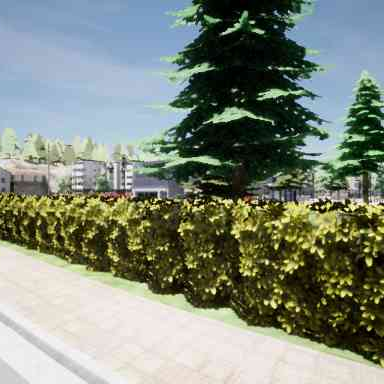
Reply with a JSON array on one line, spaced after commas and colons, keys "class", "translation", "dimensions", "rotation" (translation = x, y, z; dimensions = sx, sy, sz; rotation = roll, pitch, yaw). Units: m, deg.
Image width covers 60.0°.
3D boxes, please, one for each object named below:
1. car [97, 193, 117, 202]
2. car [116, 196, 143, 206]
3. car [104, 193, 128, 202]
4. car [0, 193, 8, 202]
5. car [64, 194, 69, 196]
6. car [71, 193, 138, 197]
[{"class": "car", "translation": [-18.211, 1.077, 71.371], "dimensions": [1.905, 1.878, 3.866], "rotation": [0, 0, 44]}, {"class": "car", "translation": [-10.041, 1.384, 53.291], "dimensions": [1.970, 1.475, 3.806], "rotation": [0, 0, 44]}, {"class": "car", "translation": [-15.852, 1.097, 69.626], "dimensions": [1.932, 1.855, 4.605], "rotation": [0, 0, 44]}, {"class": "car", "translation": [-41.761, 1.097, 70.170], "dimensions": [1.932, 1.855, 4.605], "rotation": [0, 0, 44]}, {"class": "car", "translation": [-27.325, 1.154, 80.350], "dimensions": [2.152, 1.636, 5.027], "rotation": [0, 0, 44]}, {"class": "car", "translation": [-8.047, 1.221, 31.017], "dimensions": [2.150, 2.045, 5.566], "rotation": [0, 0, 44]}]
